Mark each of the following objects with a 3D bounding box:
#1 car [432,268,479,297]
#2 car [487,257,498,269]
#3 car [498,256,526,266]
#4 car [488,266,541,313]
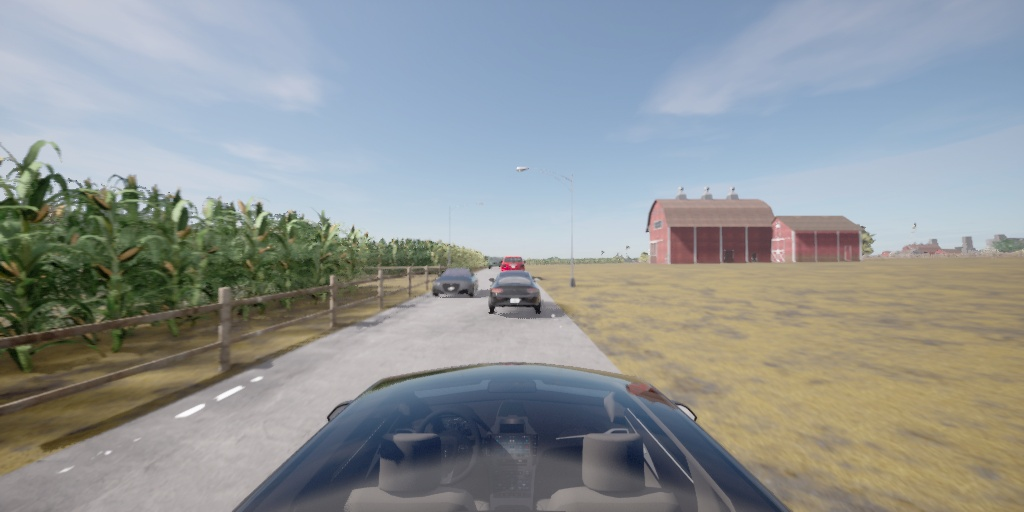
[{"bbox_3d":[-2.846,1.333,18.766,1.994,1.385,4.181,0,0,0],"label":"car"},{"bbox_3d":[-2.797,1.152,59.269,2.150,2.045,5.566,0,-1,1],"label":"car"},{"bbox_3d":[0.103,1.025,33.528,2.150,2.045,5.566,0,0,0],"label":"car"},{"bbox_3d":[0.088,1.286,13.938,1.812,1.442,4.674,0,0,0],"label":"car"}]
